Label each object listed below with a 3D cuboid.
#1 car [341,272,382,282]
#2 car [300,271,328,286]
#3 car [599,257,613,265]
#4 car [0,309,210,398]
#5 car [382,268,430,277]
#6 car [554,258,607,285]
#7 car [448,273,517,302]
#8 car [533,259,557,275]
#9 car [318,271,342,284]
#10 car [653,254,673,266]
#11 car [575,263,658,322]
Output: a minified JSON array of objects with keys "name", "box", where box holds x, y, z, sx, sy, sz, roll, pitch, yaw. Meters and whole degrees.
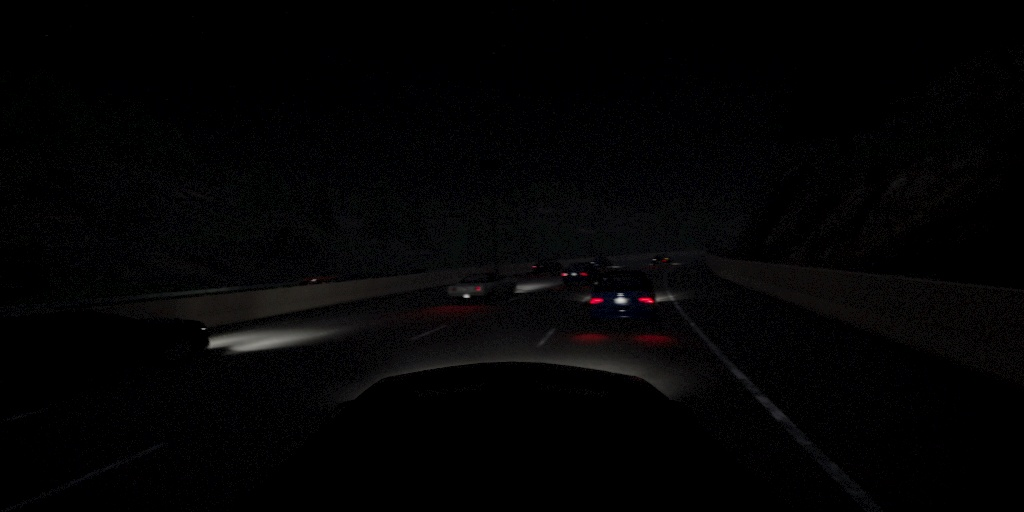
[{"name":"car","box":[-13.561,2.252,35.254,2.033,1.411,5.357,-3,0,23]},{"name":"car","box":[-19.958,2.430,37.999,2.097,1.767,4.553,-3,0,24]},{"name":"car","box":[11.657,0.882,46.557,1.812,1.442,4.674,-4,0,30]},{"name":"car","box":[-8.760,1.776,6.849,1.837,1.490,4.892,-4,0,16]},{"name":"car","box":[-9.863,1.999,34.953,1.837,1.490,4.892,-3,0,24]},{"name":"car","box":[4.883,1.158,24.818,2.033,1.411,5.357,-3,0,23]},{"name":"car","box":[-1.310,1.521,18.504,1.895,1.301,4.718,-3,0,21]},{"name":"car","box":[4.005,1.096,39.455,2.097,1.767,4.553,-3,0,27]},{"name":"car","box":[-16.630,2.434,36.956,2.033,1.411,5.357,-3,0,24]},{"name":"car","box":[19.010,0.463,45.369,1.812,1.442,4.674,-4,0,31]},{"name":"car","box":[3.588,1.153,11.470,2.033,1.411,5.357,-3,0,19]}]
